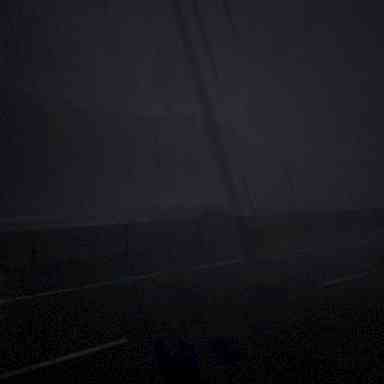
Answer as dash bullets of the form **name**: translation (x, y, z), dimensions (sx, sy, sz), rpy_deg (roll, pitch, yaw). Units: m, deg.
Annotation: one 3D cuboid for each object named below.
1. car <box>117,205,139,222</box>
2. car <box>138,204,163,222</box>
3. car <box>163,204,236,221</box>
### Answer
- **car**: translation (-4.377, 1.866, 30.315), dimensions (4.902, 1.511, 2.128), rpy_deg (-1, -1, -31)
- **car**: translation (-1.752, 1.831, 27.831), dimensions (4.674, 1.442, 1.812), rpy_deg (-1, -1, -31)
- **car**: translation (0.801, 1.723, 21.186), dimensions (4.674, 1.442, 1.812), rpy_deg (-1, -1, -32)
